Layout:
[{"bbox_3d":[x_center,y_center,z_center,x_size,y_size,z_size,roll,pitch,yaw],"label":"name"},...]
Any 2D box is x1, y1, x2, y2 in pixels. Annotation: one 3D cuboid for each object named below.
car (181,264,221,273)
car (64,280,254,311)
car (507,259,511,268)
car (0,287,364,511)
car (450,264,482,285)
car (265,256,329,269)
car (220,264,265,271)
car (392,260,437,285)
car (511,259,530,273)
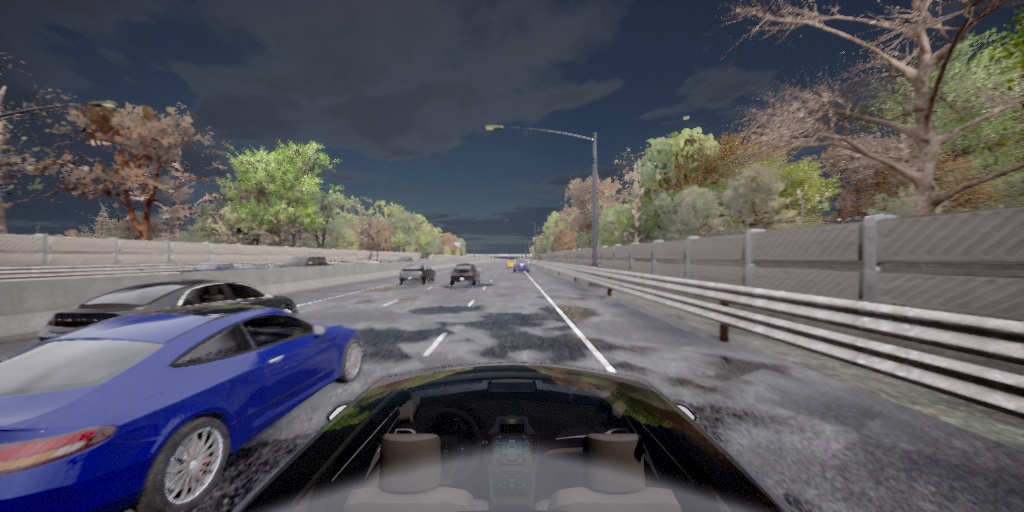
[{"bbox_3d":[-24.591,1.363,29.726,2.033,1.411,5.357,0,0,0],"label":"car"},{"bbox_3d":[-6.901,1.270,8.059,1.837,1.490,4.892,0,0,0],"label":"car"},{"bbox_3d":[-0.012,1.419,65.295,1.882,1.535,5.008,0,0,0],"label":"car"},{"bbox_3d":[-3.400,1.281,4.134,1.812,1.442,4.674,0,0,0],"label":"car"},{"bbox_3d":[-3.405,1.314,26.810,1.837,1.490,4.892,0,0,0],"label":"car"},{"bbox_3d":[-17.593,1.039,30.180,2.150,2.045,5.566,0,0,0],"label":"car"},{"bbox_3d":[-21.091,1.378,29.450,1.994,1.385,4.181,0,0,0],"label":"car"},{"bbox_3d":[-6.905,1.300,26.679,2.128,1.511,4.902,0,0,0],"label":"car"},{"bbox_3d":[1.215,1.221,46.499,2.097,1.767,4.553,0,0,0],"label":"car"}]
